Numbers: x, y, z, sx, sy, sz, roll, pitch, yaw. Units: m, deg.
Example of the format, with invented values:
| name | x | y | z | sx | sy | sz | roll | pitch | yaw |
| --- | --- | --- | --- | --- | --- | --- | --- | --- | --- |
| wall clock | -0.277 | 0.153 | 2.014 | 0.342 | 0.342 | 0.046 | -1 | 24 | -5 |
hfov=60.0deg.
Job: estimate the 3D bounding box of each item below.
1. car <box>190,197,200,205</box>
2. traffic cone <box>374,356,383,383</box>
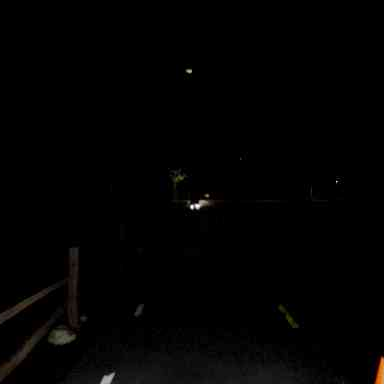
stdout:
| name | x | y | z | sx | sy | sz | roll | pitch | yaw |
| --- | --- | --- | --- | --- | --- | --- | --- | --- | --- |
| car | 0.567 | 1.858 | 67.522 | 2.128 | 1.511 | 4.902 | 0 | -1 | 0 |
| traffic cone | 1.940 | 1.967 | 3.376 | 0.340 | 0.580 | 0.340 | 0 | 0 | 0 |
